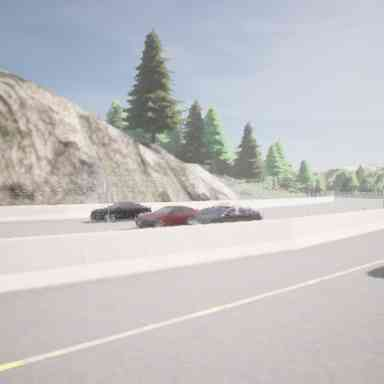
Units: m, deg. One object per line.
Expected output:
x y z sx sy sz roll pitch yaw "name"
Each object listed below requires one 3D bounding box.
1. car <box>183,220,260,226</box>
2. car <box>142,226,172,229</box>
1.868 1.520 18.830 4.902 1.511 2.128 0 0 -39 "car"
-1.242 1.561 20.814 4.674 1.442 1.812 0 0 -39 "car"
